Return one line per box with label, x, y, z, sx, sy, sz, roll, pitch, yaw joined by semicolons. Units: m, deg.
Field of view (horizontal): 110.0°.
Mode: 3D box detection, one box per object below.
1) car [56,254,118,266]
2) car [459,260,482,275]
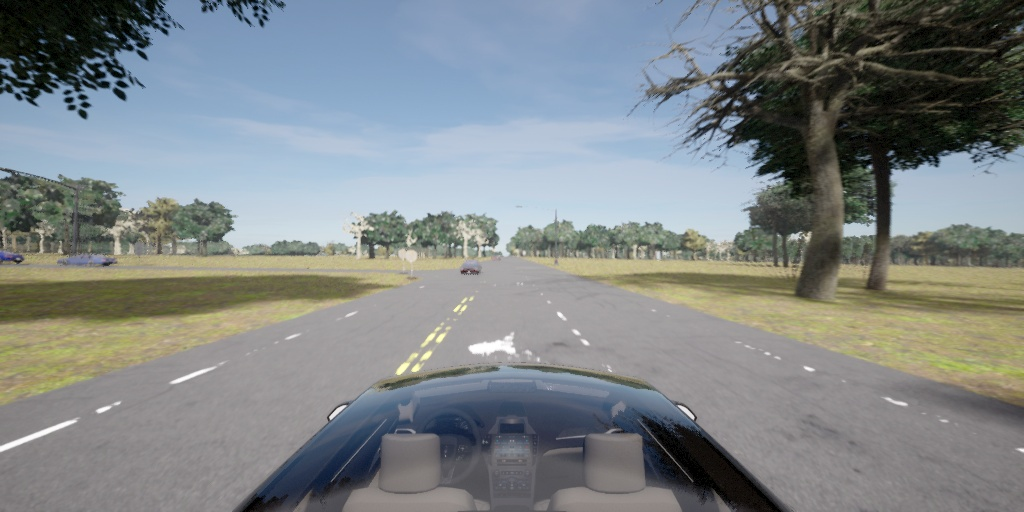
car;-49.191;0.485;41.624;5.357;1.411;2.033;1;-1;-1
car;-4.023;1.070;35.832;2.033;1.411;5.357;1;0;-1
